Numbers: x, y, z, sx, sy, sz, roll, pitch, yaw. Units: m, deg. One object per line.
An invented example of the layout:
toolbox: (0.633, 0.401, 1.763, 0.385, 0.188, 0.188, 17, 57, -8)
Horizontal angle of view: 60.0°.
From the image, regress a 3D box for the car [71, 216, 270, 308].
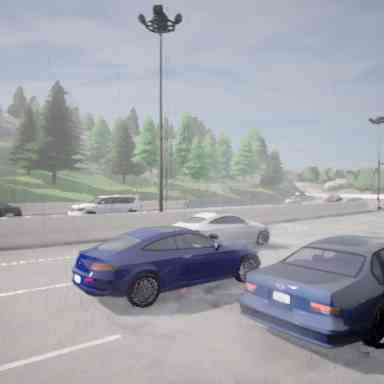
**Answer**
car: (-0.404, 1.534, 7.918, 4.674, 1.442, 1.812, 0, 0, -37)

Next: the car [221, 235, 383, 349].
car: (3.265, 1.546, 6.277, 5.357, 1.411, 2.033, 0, 0, -38)

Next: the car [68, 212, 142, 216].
car: (-6.488, 1.259, 25.526, 5.566, 2.045, 2.150, 0, 0, -39)

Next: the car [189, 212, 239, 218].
car: (1.187, 1.535, 13.559, 4.674, 1.442, 1.812, 0, 0, -38)
